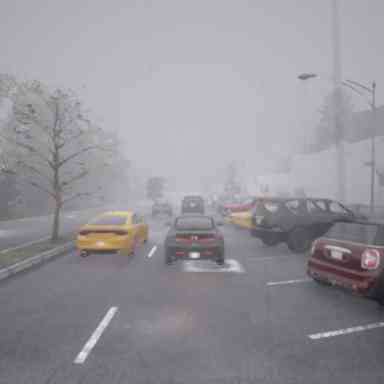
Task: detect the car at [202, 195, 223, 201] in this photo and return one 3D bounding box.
[{"bbox_3d":[5.008,1.545,82.774,4.792,1.488,2.163,1,1,-20],"label":"car"}]

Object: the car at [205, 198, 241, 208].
[{"bbox_3d":[4.875,1.707,52.698,5.366,1.575,1.946,1,0,-20],"label":"car"}]

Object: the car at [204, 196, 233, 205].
[{"bbox_3d":[5.213,1.660,64.845,5.366,1.575,1.946,1,0,-20],"label":"car"}]

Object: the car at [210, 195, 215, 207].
[{"bbox_3d":[5.085,1.559,40.758,4.553,1.767,2.185,1,0,-20],"label":"car"}]

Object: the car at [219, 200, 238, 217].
[{"bbox_3d":[4.886,1.552,22.675,5.366,1.575,1.946,1,0,-20],"label":"car"}]

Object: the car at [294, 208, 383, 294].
[{"bbox_3d":[5.038,1.370,7.731,4.553,1.767,2.185,1,0,-20],"label":"car"}]

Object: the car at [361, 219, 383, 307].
[{"bbox_3d":[5.102,1.367,4.746,4.553,1.767,2.185,1,0,-20],"label":"car"}]

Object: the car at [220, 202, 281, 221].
[{"bbox_3d":[5.032,1.628,28.730,4.792,1.488,2.163,1,0,-20],"label":"car"}]

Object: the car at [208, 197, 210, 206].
[{"bbox_3d":[5.054,1.742,43.746,4.674,1.452,2.002,1,0,-20],"label":"car"}]

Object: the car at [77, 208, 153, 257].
[{"bbox_3d":[-2.914,1.502,13.136,1.882,1.535,5.008,0,0,0],"label":"car"}]

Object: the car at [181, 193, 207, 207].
[{"bbox_3d":[0.084,1.365,32.885,2.150,2.045,5.566,0,0,0],"label":"car"}]

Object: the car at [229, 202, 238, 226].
[{"bbox_3d":[5.235,1.541,19.809,5.366,1.575,1.946,1,-1,-20],"label":"car"}]

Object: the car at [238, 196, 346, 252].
[{"bbox_3d":[5.092,1.262,13.759,5.566,2.045,2.435,1,-1,-20],"label":"car"}]

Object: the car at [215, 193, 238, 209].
[{"bbox_3d":[5.038,1.327,25.728,5.566,2.045,2.435,1,0,-20],"label":"car"}]

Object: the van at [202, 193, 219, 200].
[{"bbox_3d":[5.140,1.216,91.798,4.442,1.987,1.878,1,0,-20],"label":"van"}]

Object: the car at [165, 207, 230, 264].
[{"bbox_3d":[0.082,1.527,11.846,1.837,1.490,4.892,0,0,0],"label":"car"}]

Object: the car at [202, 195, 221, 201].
[{"bbox_3d":[5.027,1.530,85.793,4.674,1.452,2.002,1,0,-20],"label":"car"}]

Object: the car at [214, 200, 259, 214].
[{"bbox_3d":[5.056,1.706,37.747,4.674,1.452,2.002,1,0,-20],"label":"car"}]

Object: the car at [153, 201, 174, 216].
[{"bbox_3d":[-2.918,1.643,33.765,2.128,1.511,4.902,0,0,0],"label":"car"}]

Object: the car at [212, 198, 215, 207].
[{"bbox_3d":[5.048,1.645,34.747,5.008,1.535,2.097,1,-1,-20],"label":"car"}]

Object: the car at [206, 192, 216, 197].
[{"bbox_3d":[5.077,1.462,49.771,5.566,2.045,2.435,1,0,-20],"label":"car"}]

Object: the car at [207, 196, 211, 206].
[{"bbox_3d":[5.075,1.737,46.771,4.792,1.488,2.163,1,0,-20],"label":"car"}]
